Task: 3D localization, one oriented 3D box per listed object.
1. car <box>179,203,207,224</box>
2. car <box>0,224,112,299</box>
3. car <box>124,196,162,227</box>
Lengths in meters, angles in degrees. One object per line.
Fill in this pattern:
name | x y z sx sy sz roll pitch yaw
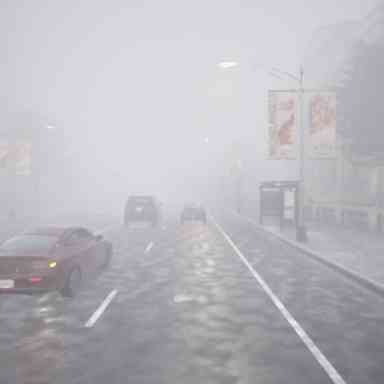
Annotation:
car | 0.100 1.530 24.794 2.128 1.511 4.902 0 -1 0
car | -3.383 1.541 8.412 1.812 1.442 4.674 0 0 1
car | -3.394 1.261 23.569 2.150 2.045 5.566 0 0 -1
